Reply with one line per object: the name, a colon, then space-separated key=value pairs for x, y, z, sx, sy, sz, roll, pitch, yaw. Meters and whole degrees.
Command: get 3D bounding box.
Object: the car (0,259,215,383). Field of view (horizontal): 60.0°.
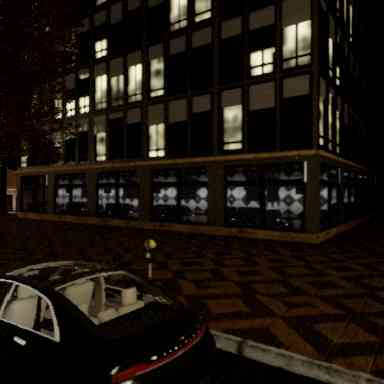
car: x=-1.814 y=1.551 z=4.167 sx=4.403 sy=1.369 sz=2.008 roll=0 pitch=0 yaw=36
